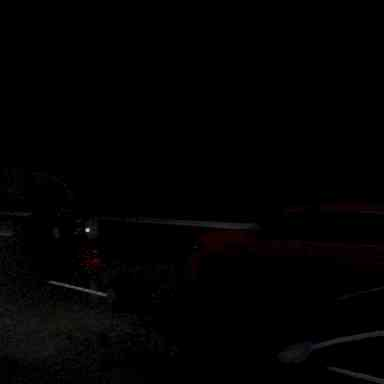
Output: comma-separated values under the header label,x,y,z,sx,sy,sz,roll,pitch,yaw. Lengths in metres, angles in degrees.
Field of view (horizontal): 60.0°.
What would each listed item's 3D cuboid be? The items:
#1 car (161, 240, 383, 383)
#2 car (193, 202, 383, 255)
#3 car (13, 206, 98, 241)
label,x,y,z,sx,sy,sz,roll,pitch,yaw
car,1.943,1.486,2.497,4.902,1.511,2.128,0,0,35
car,2.546,1.212,6.376,5.566,2.045,2.150,0,0,35
car,-6.860,1.492,16.547,4.892,1.490,1.837,0,0,31
